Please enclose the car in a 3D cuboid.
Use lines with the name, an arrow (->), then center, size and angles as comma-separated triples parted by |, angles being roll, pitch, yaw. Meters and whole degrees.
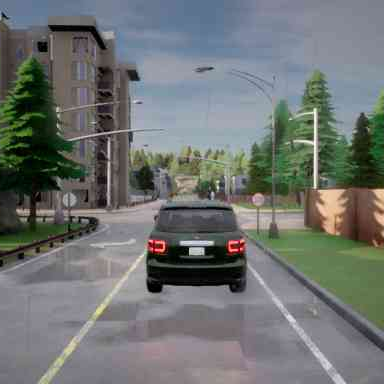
car -> 0.093, 1.221, 9.018 | 2.150, 2.045, 5.566 | 0, 0, 0
